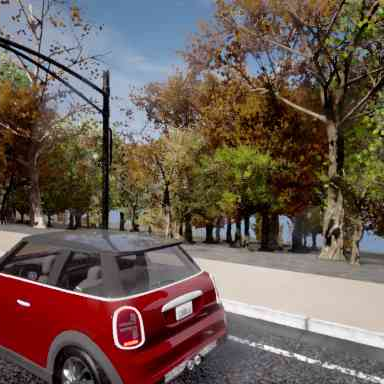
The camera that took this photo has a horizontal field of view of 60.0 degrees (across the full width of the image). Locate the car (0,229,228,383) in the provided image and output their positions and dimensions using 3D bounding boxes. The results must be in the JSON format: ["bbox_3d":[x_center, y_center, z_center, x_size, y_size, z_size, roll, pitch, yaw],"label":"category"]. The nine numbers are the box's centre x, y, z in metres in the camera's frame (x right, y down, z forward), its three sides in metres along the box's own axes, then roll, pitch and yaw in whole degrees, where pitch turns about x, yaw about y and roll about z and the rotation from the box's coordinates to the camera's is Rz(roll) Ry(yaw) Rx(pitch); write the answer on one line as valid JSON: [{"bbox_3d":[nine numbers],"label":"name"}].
[{"bbox_3d":[-1.815,1.351,4.979,4.553,1.767,2.097,0,0,36],"label":"car"}]
